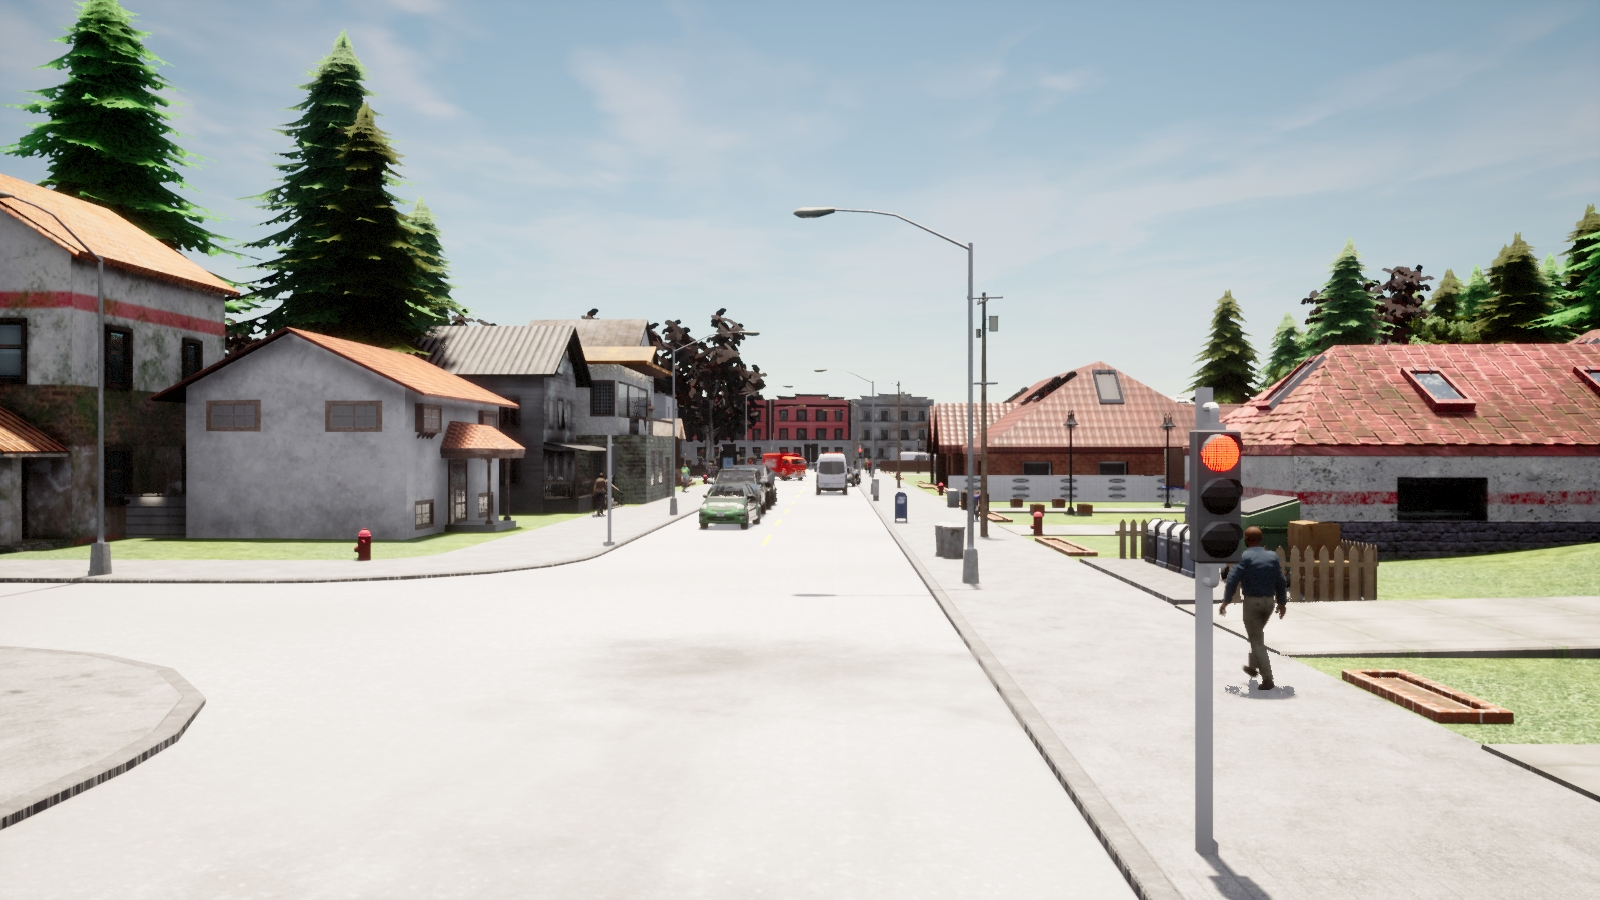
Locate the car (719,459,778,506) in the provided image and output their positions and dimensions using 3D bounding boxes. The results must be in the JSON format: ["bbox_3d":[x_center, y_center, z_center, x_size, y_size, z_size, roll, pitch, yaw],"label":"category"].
[{"bbox_3d":[-2.451,1.534,55.813,2.390,2.098,6.274,0,0,2],"label":"car"}]

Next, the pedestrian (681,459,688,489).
[{"bbox_3d":[-7.319,1.524,72.397,0.375,1.860,0.375,0,0,2],"label":"pedestrian"}]

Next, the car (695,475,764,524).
[{"bbox_3d":[-2.533,1.779,41.798,1.851,1.617,3.988,0,0,7],"label":"car"}]

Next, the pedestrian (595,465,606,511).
[{"bbox_3d":[-8.079,1.525,46.304,0.375,1.860,0.375,0,0,2],"label":"pedestrian"}]

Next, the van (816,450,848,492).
[{"bbox_3d":[2.035,1.315,73.194,1.988,2.561,5.915,0,0,2],"label":"van"}]

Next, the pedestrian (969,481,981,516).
[{"bbox_3d":[6.518,1.803,42.579,0.375,1.300,0.375,0,0,1],"label":"pedestrian"}]

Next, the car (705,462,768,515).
[{"bbox_3d":[-2.626,1.559,48.404,2.150,2.045,5.566,0,0,2],"label":"car"}]

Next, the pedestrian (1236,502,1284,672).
[{"bbox_3d":[5.154,1.524,12.821,0.375,1.860,0.375,0,0,-4],"label":"pedestrian"}]
